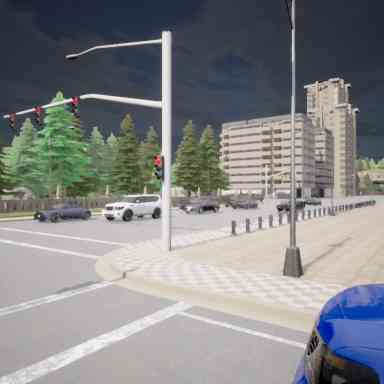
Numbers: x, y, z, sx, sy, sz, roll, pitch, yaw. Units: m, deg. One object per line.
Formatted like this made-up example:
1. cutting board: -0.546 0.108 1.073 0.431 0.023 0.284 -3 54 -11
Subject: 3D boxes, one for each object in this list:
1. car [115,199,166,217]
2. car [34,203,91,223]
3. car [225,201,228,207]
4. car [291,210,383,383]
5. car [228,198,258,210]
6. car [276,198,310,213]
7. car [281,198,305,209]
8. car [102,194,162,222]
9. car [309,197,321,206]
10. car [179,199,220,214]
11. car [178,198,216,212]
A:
1. car: -4.974 1.491 32.725 2.128 1.511 4.902 0 0 35
2. car: -9.937 1.564 25.765 1.994 1.385 4.181 0 0 35
3. car: 6.526 1.564 48.791 1.994 1.385 4.181 0 0 36
4. car: 3.361 1.221 1.569 5.566 2.045 2.150 0 0 36
5. car: 6.945 1.564 43.382 1.994 1.385 4.181 0 0 36
6. car: 11.056 1.601 36.780 1.895 1.301 4.718 0 0 35
7. car: 14.446 1.601 47.568 1.895 1.301 4.718 0 0 35
8. car: -4.644 1.221 27.159 2.150 2.045 5.566 0 0 35
9. car: 20.229 1.564 55.678 1.994 1.385 4.181 0 0 35
10. car: 1.120 1.491 35.239 2.128 1.511 4.902 0 0 36
11. car: 0.702 1.547 40.682 2.033 1.411 5.357 0 0 36
